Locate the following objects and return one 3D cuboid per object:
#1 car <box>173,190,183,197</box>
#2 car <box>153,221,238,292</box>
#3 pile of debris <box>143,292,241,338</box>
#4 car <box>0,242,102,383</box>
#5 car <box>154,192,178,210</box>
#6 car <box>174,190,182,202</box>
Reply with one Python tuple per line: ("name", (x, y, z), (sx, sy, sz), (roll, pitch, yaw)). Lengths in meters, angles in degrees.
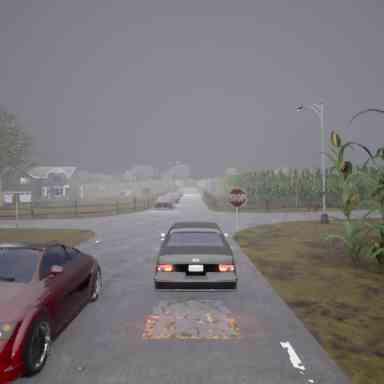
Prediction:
("car", (-2.791, 0.309, 68.354), (1.994, 1.385, 4.181), (0, 2, 0))
("car", (0.076, 1.510, 8.985), (2.033, 1.411, 5.357), (0, 0, 0))
("pile of debris", (-0.004, 2.158, 5.998), (1.500, 0.140, 1.860), (0, 0, 0))
("car", (-2.878, 1.549, 5.369), (1.994, 1.385, 4.181), (0, 0, 0))
("car", (-2.992, 1.090, 37.079), (1.882, 1.535, 5.008), (0, 1, 2))
("car", (-2.850, 0.845, 48.522), (1.882, 1.535, 5.008), (0, 1, 0))
